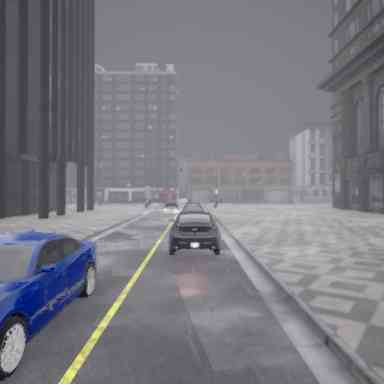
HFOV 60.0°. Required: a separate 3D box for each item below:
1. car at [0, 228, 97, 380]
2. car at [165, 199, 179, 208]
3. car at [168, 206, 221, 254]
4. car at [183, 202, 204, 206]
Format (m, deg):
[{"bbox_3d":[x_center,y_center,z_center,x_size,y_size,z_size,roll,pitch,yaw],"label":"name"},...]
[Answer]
[{"bbox_3d":[-3.099,1.478,5.675,1.882,1.535,5.008,0,0,0],"label":"car"},{"bbox_3d":[-2.992,1.780,49.969,1.895,1.301,4.718,0,0,0],"label":"car"},{"bbox_3d":[0.101,1.512,13.455,1.837,1.490,4.892,0,0,0],"label":"car"},{"bbox_3d":[0.104,1.604,29.364,1.994,1.385,4.181,0,0,0],"label":"car"}]
